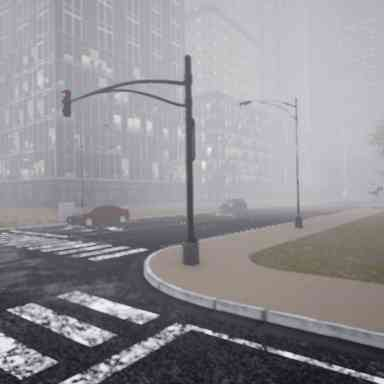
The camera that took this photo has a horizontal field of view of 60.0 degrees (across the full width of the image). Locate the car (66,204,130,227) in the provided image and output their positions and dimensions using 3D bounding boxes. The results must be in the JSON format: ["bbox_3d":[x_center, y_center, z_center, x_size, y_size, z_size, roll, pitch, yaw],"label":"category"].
[{"bbox_3d":[-6.959,1.685,24.994,1.882,1.535,5.008,-1,-1,37],"label":"car"}]

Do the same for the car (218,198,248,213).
[{"bbox_3d":[5.055,1.580,40.912,2.097,1.767,4.553,-1,-1,37],"label":"car"}]
